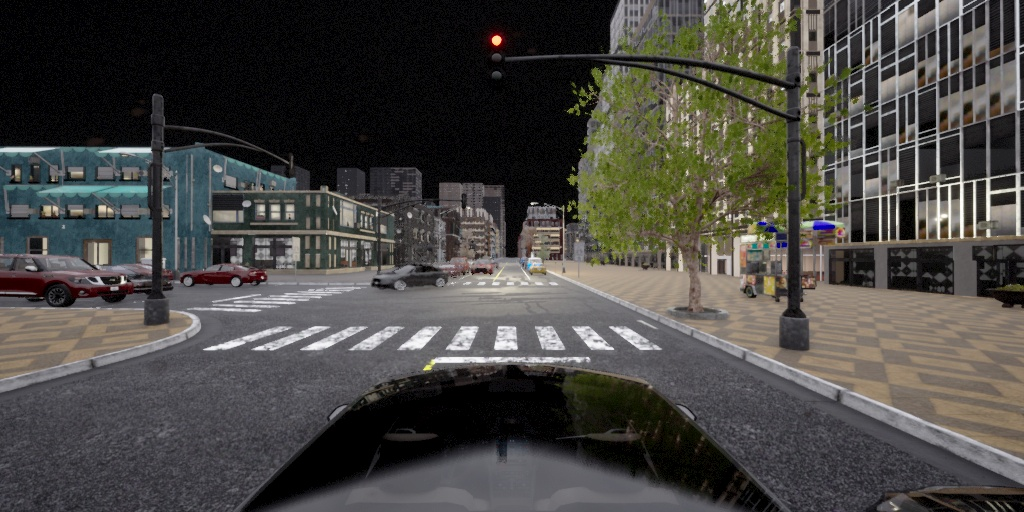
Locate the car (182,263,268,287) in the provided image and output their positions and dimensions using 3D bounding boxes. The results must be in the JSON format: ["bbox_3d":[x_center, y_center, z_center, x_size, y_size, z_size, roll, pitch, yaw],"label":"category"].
[{"bbox_3d":[-17.257,1.120,21.527,4.507,1.381,1.888,0,0,-1],"label":"car"}]

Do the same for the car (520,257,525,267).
[{"bbox_3d":[2.742,1.302,54.723,2.007,1.370,4.403,0,0,0],"label":"car"}]

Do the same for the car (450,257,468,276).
[{"bbox_3d":[-5.654,1.065,38.075,2.192,1.841,5.009,0,0,0],"label":"car"}]

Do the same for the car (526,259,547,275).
[{"bbox_3d":[2.727,1.276,38.239,1.751,1.417,4.829,0,0,0],"label":"car"}]

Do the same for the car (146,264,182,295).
[{"bbox_3d":[-18.225,1.081,15.725,5.357,1.411,2.033,1,0,-1],"label":"car"}]

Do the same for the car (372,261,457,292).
[{"bbox_3d":[-5.971,1.256,21.675,1.837,1.490,4.892,3,1,38],"label":"car"}]

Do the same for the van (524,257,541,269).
[{"bbox_3d":[2.732,1.092,43.621,1.690,1.789,3.998,0,0,0],"label":"van"}]

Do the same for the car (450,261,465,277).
[{"bbox_3d":[-5.659,1.333,32.524,1.802,1.307,4.207,0,0,0],"label":"car"}]

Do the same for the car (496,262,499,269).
[{"bbox_3d":[-3.038,1.316,54.444,1.994,1.385,4.181,0,0,0],"label":"car"}]

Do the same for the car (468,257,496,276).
[{"bbox_3d":[-3.062,1.104,37.774,2.097,1.767,4.553,0,0,0],"label":"car"}]

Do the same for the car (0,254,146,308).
[{"bbox_3d":[-17.147,0.849,13.147,5.009,1.841,2.192,0,0,-1],"label":"car"}]
